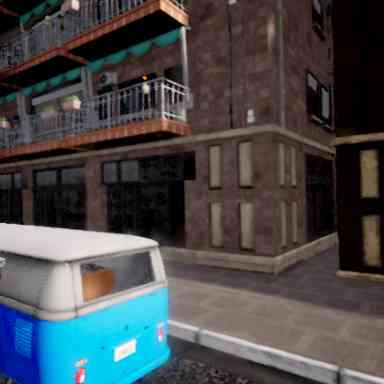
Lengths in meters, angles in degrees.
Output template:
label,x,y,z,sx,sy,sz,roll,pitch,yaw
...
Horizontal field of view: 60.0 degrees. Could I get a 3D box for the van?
label,x,y,z,sx,sy,sz,roll,pitch,yaw
van,-2.181,1.381,4.446,3.998,1.788,1.690,-1,-1,35
